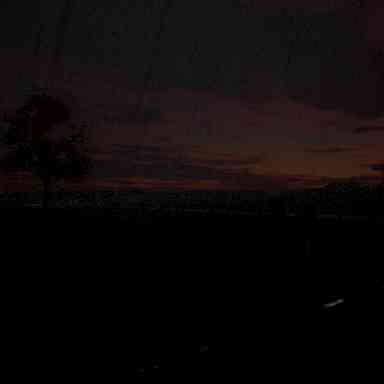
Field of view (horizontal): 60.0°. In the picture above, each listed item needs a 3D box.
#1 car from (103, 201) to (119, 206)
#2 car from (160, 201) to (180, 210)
[{"bbox_3d":[-21.826,3.177,91.342,2.033,1.411,5.357,0,-1,-34],"label":"car"},{"bbox_3d":[-4.101,2.429,60.567,2.128,1.511,4.902,0,-1,-34],"label":"car"}]
